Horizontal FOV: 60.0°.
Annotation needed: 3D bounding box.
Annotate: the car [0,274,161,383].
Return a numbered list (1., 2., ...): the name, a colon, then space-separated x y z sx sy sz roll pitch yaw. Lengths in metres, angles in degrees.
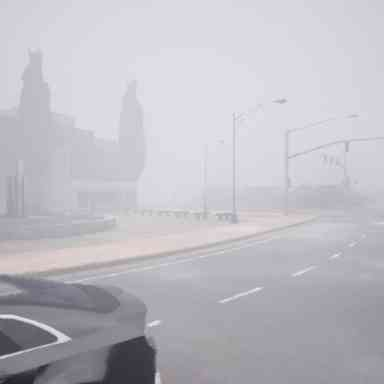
1. car: -2.573 1.491 2.319 4.902 1.511 2.128 0 0 -37

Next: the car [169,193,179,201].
1. car: -2.795 1.156 77.198 1.905 1.878 3.866 0 0 36

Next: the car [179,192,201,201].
1. car: -0.470 1.395 75.472 1.970 1.475 3.806 0 0 36
